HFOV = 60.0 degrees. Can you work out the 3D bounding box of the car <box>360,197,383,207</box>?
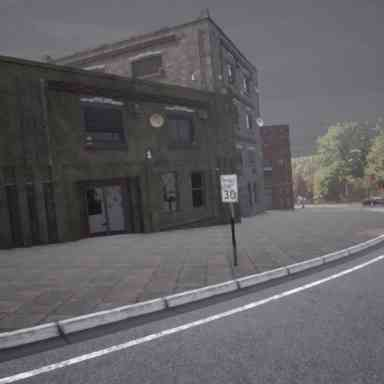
[{"bbox_3d":[28.693,1.485,52.852,1.882,1.535,5.008,-5,-2,-1],"label":"car"}]
